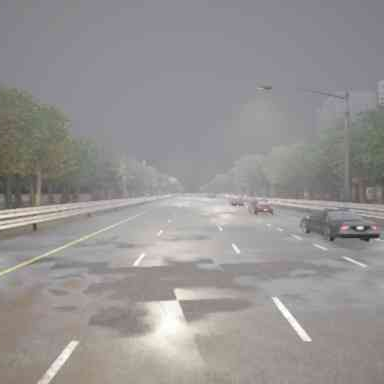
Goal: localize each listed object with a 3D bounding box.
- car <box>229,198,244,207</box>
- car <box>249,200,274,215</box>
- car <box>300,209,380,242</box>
[{"bbox_3d":[7.003,1.635,53.066,1.895,1.301,4.718,0,0,0],"label":"car"},{"bbox_3d":[6.991,1.545,33.924,1.812,1.442,4.674,0,0,0],"label":"car"},{"bbox_3d":[6.996,1.553,16.348,2.033,1.411,5.357,0,0,0],"label":"car"}]
